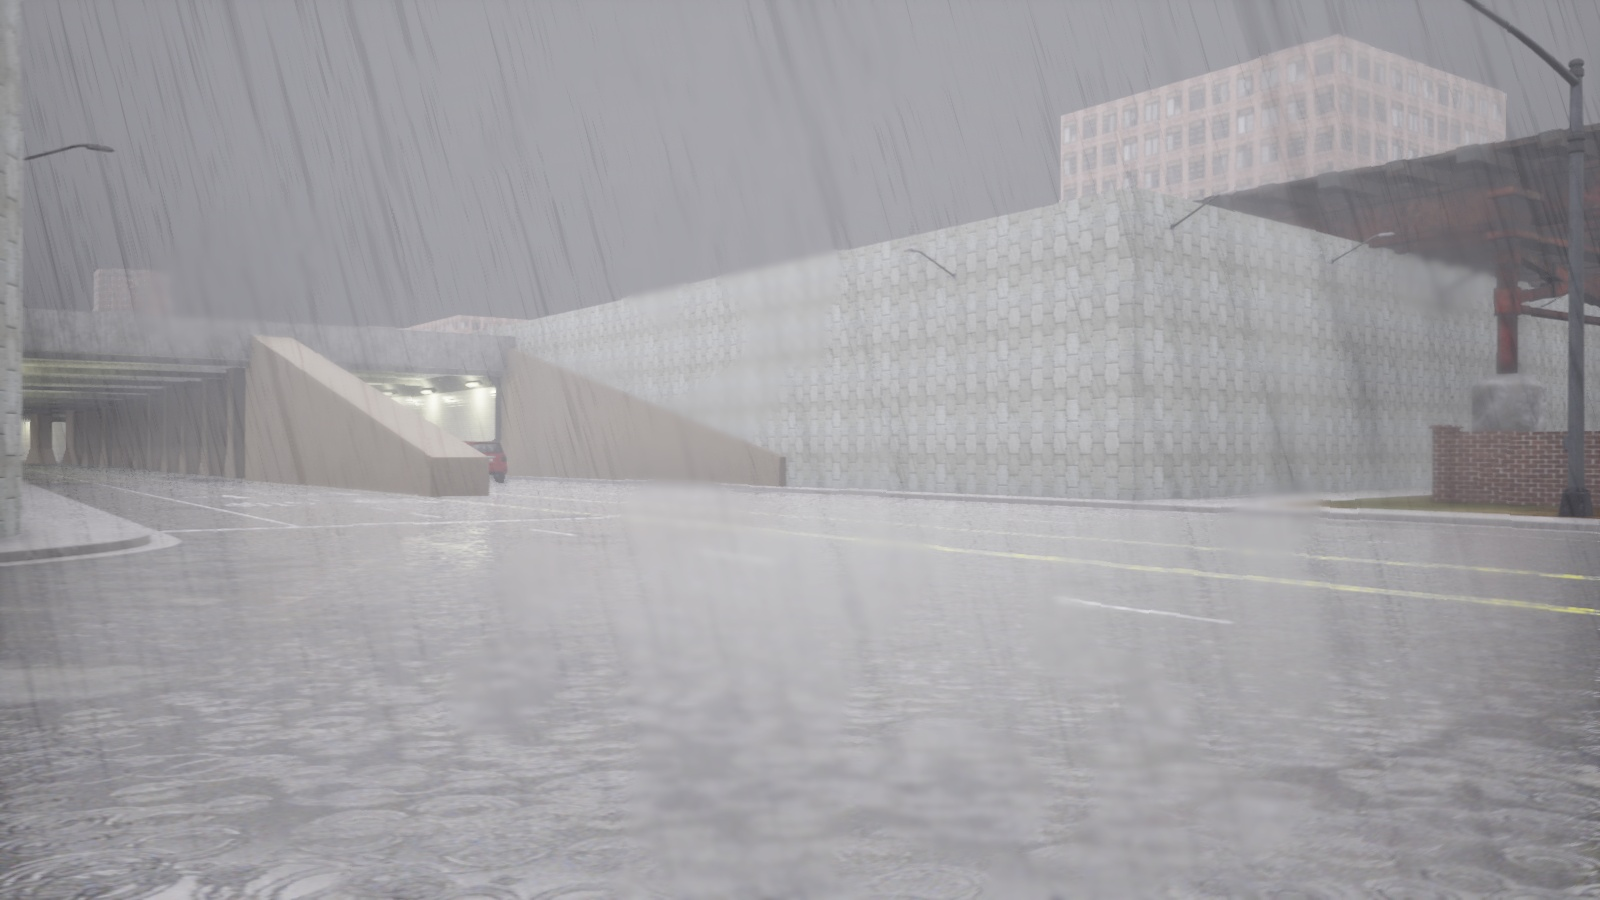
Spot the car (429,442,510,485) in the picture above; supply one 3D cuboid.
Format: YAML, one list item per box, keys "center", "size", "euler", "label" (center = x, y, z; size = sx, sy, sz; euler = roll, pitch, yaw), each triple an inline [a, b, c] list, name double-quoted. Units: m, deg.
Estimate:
- center: [-16.438, 0.651, 62.254]
  size: [2.150, 2.045, 5.566]
  euler: [0, 0, -34]
  label: "car"
